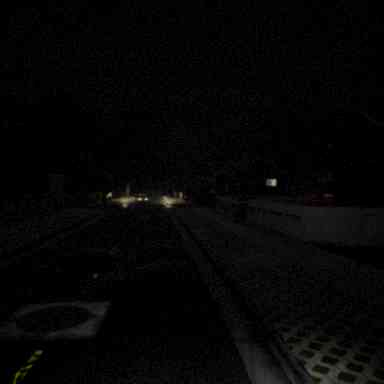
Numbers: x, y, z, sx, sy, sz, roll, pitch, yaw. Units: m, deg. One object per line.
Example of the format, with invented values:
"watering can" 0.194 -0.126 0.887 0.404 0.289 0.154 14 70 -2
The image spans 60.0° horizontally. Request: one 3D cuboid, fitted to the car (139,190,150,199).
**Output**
"car" -11.813 0.692 80.728 2.097 1.767 4.553 0 0 -6
